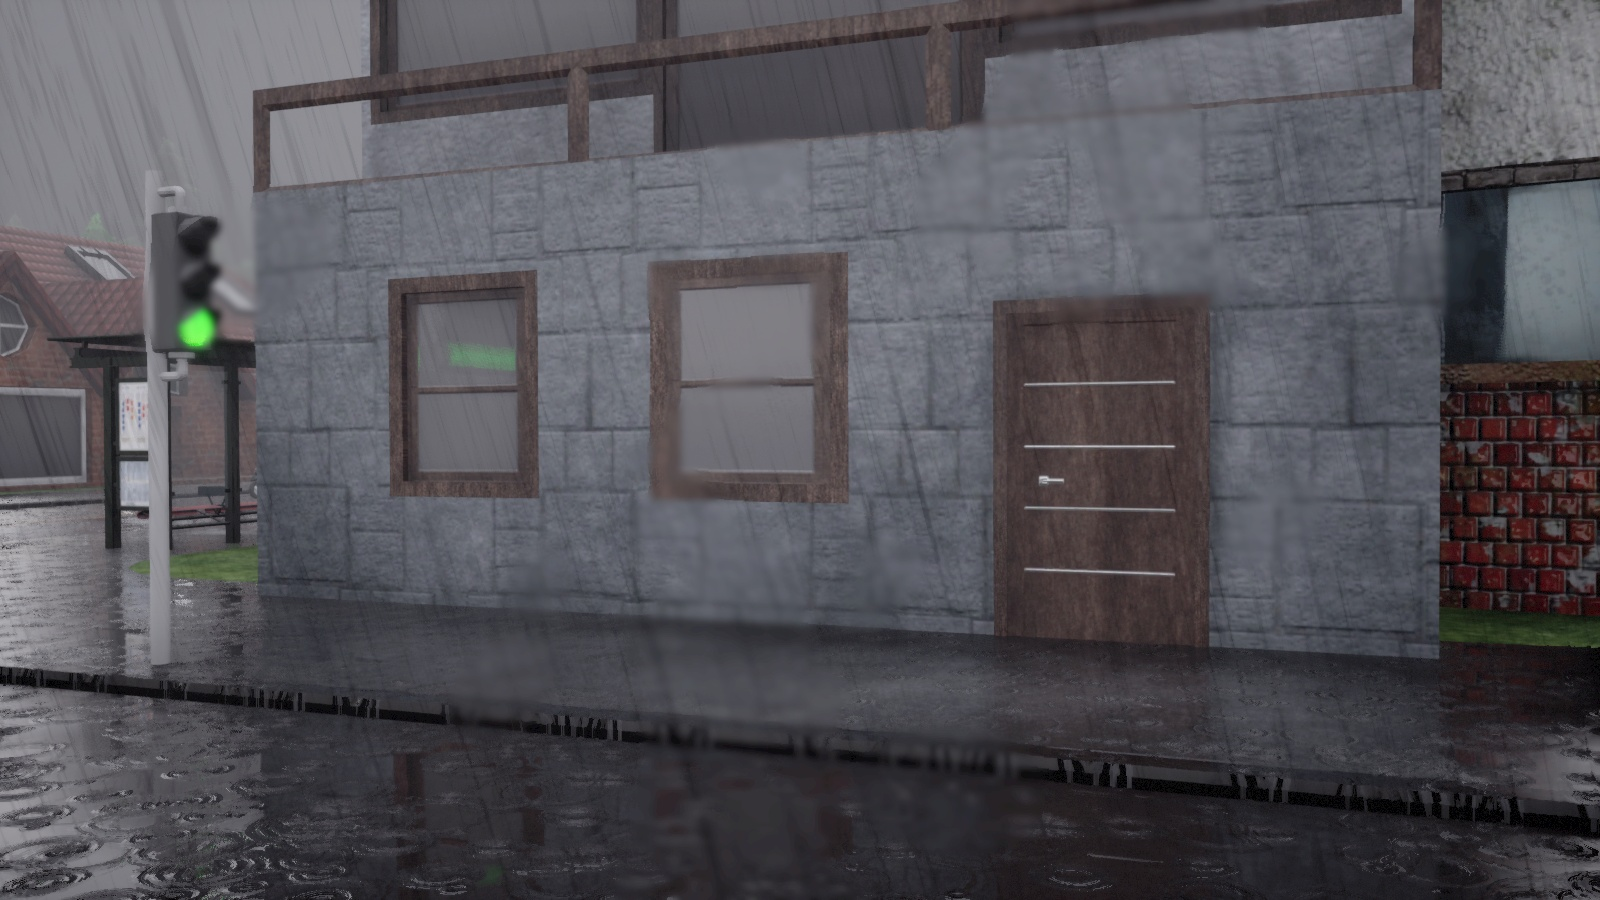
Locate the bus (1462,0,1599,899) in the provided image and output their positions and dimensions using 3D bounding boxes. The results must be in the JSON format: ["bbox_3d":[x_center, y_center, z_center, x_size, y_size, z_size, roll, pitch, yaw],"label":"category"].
[{"bbox_3d":[6.714,-0.546,1.308,10.273,4.253,3.944,1,1,22],"label":"bus"}]
